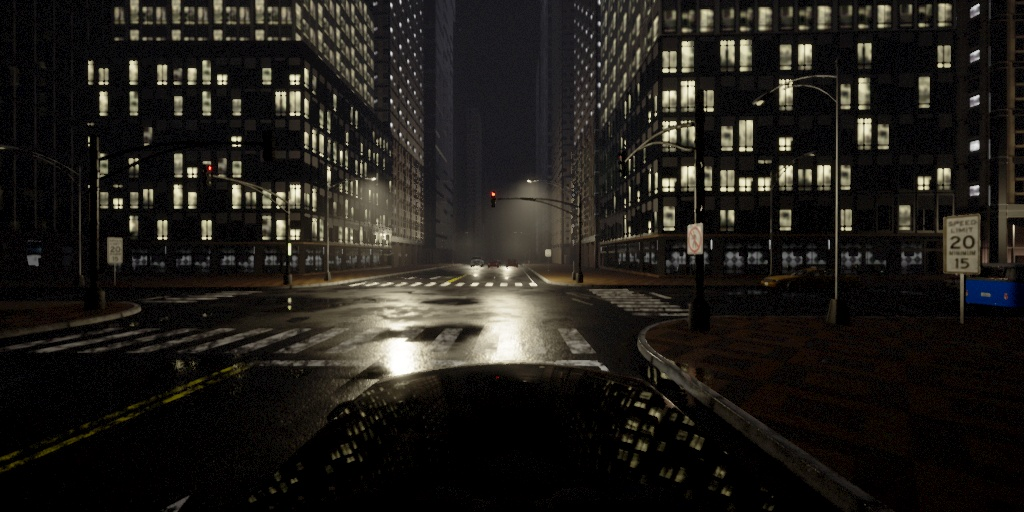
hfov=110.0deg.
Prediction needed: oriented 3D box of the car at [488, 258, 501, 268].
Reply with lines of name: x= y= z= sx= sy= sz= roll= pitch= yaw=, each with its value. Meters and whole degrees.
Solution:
car: x=-3.240 y=1.446 z=63.220 sx=1.895 sy=1.301 sz=4.718 roll=0 pitch=0 yaw=0

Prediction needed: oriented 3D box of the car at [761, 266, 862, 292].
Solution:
car: x=17.091 y=1.288 z=20.603 sx=4.829 sy=1.417 sz=1.751 roll=0 pitch=0 yaw=2

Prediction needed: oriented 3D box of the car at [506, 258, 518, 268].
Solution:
car: x=0.010 y=1.198 z=63.576 sx=2.097 sy=1.767 sz=4.553 roll=0 pitch=0 yaw=0

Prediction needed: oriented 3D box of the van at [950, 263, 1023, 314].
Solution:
van: x=18.360 y=1.116 z=12.431 sx=3.998 sy=1.789 sz=1.690 roll=0 pitch=0 yaw=2

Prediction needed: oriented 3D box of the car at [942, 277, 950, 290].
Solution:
car: x=26.925 y=1.352 z=20.117 sx=4.207 sy=1.307 sz=1.802 roll=0 pitch=0 yaw=2
